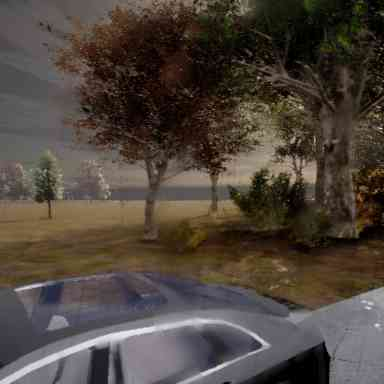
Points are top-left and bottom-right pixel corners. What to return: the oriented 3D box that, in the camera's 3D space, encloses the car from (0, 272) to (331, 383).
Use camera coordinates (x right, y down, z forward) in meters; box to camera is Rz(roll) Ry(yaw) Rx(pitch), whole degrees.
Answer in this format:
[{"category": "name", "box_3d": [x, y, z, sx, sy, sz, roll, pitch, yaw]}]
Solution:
[{"category": "car", "box_3d": [-1.050, 1.469, 2.242, 4.902, 1.511, 2.128, 0, 1, -35]}]
